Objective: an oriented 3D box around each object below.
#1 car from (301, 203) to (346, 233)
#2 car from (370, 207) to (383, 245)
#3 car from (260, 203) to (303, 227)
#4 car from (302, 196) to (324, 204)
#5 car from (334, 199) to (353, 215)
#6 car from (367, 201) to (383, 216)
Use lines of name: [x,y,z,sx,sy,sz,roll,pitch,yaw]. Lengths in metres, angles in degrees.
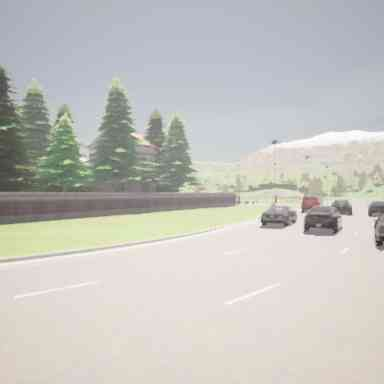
car: [8.219,1.635,20.656,1.837,1.490,4.892,0,-1,29]
car: [9.497,1.620,15.369,2.033,1.411,5.357,-1,-1,28]
car: [6.551,1.729,24.731,2.033,1.411,5.357,-1,-1,27]
car: [15.074,1.491,41.444,2.150,2.045,5.566,-1,-1,27]
car: [16.573,1.567,36.701,2.097,1.767,4.553,-1,-1,27]
car: [19.256,1.675,34.255,1.837,1.490,4.892,-1,-1,27]
